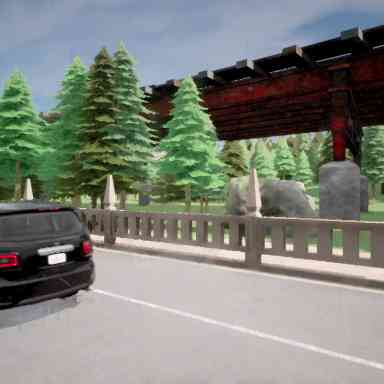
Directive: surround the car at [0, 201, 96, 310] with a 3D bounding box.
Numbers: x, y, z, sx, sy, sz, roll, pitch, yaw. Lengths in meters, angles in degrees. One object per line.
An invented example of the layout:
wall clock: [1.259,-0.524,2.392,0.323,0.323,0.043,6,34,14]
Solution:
car: [-4.466,1.222,7.194,5.566,2.045,2.150,0,0,36]
